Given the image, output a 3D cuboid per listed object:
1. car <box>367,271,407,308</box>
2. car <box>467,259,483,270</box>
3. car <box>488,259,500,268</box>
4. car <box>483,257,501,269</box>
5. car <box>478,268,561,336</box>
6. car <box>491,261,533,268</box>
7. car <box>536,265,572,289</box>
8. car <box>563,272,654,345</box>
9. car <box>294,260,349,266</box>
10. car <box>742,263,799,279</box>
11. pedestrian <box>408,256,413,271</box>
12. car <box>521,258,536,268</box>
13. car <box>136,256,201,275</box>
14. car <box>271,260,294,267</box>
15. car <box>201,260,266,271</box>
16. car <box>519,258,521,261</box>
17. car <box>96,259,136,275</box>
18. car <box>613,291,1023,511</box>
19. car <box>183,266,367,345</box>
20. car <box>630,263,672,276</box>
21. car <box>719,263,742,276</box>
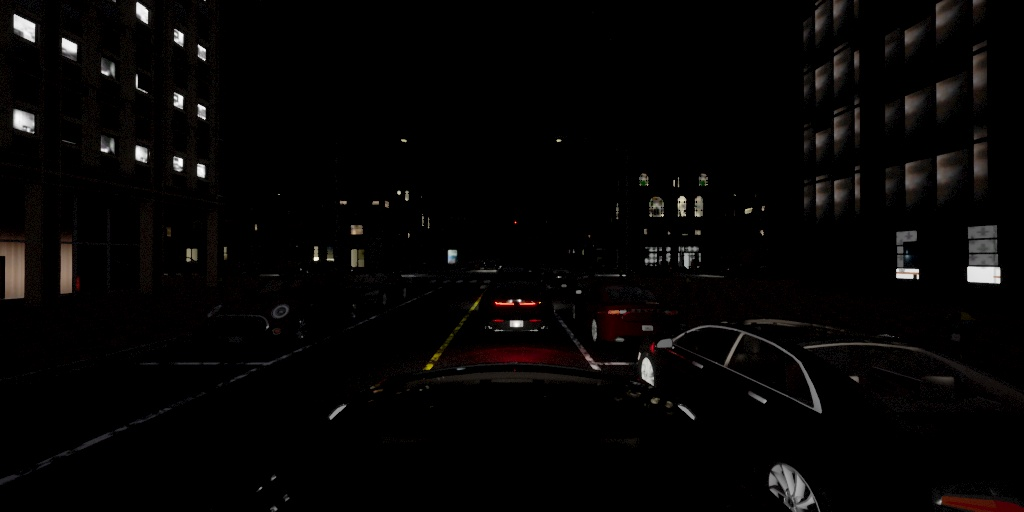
[{"bbox_3d":[-5.691,1.302,15.053,2.007,1.370,4.403,0,0,0],"label":"car"},{"bbox_3d":[-5.693,1.338,53.132,1.802,1.307,4.207,0,0,0],"label":"car"},{"bbox_3d":[-3.069,1.263,63.214,1.837,1.490,4.892,0,0,0],"label":"car"},{"bbox_3d":[-3.087,1.234,53.804,1.882,1.535,5.008,0,0,1],"label":"car"},{"bbox_3d":[0.100,1.255,10.363,1.837,1.490,4.892,0,0,0],"label":"car"},{"bbox_3d":[0.095,1.230,20.552,1.882,1.535,5.008,0,0,2],"label":"car"},{"bbox_3d":[2.690,1.302,20.729,2.007,1.370,4.403,0,0,0],"label":"car"},{"bbox_3d":[2.690,1.296,9.345,1.888,1.381,4.507,0,0,0],"label":"car"},{"bbox_3d":[-18.334,1.162,35.616,4.902,1.511,2.128,0,0,1],"label":"car"},{"bbox_3d":[23.641,1.433,32.343,4.207,1.307,1.802,0,0,1],"label":"car"},{"bbox_3d":[-12.554,0.885,44.265,0.375,1.860,0.375,0,-1,1],"label":"pedestrian"},{"bbox_3d":[2.687,1.322,53.119,1.948,1.339,4.313,0,0,0],"label":"car"},{"bbox_3d":[-30.953,0.917,33.215,5.009,1.841,2.192,0,0,1],"label":"car"},{"bbox_3d":[-25.456,1.197,41.512,4.829,1.417,1.751,0,0,1],"label":"car"},{"bbox_3d":[-25.417,1.177,33.130,4.403,1.370,2.007,0,0,1],"label":"car"},{"bbox_3d":[2.687,1.340,64.161,1.802,1.307,4.207,0,0,0],"label":"car"},{"bbox_3d":[-36.490,1.130,33.300,4.403,1.370,2.007,0,0,1],"label":"car"},{"bbox_3d":[2.691,1.301,3.653,2.007,1.370,4.403,0,0,0],"label":"car"},{"bbox_3d":[-5.690,1.190,9.361,1.967,1.591,4.097,0,0,0],"label":"car"},{"bbox_3d":[14.809,1.403,38.306,4.181,1.385,1.994,0,0,1],"label":"car"},{"bbox_3d":[24.624,1.413,38.160,4.674,1.442,1.812,0,0,1],"label":"car"}]
